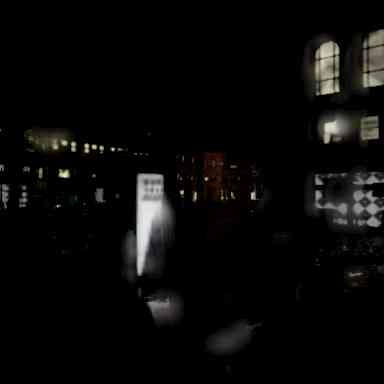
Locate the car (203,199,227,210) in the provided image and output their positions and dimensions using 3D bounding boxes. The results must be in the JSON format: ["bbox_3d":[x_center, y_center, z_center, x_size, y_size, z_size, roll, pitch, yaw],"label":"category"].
[{"bbox_3d":[2.482,1.781,48.156,2.128,1.511,4.902,0,-1,35],"label":"car"}]

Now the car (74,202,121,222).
[{"bbox_3d":[-7.249,1.652,28.851,1.882,1.535,5.008,0,0,35],"label":"car"}]

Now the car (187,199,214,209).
[{"bbox_3d":[1.305,1.857,51.046,2.008,1.369,4.403,-1,-1,35],"label":"car"}]

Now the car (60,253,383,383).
[{"bbox_3d":[1.358,1.315,1.906,5.009,1.841,2.192,0,0,35],"label":"car"}]

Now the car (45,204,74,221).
[{"bbox_3d":[-10.712,1.742,29.430,1.994,1.385,4.181,0,0,35],"label":"car"}]

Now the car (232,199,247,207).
[{"bbox_3d":[7.658,1.916,60.090,2.008,1.369,4.403,-1,-1,35],"label":"car"}]

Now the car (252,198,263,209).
[{"bbox_3d":[11.338,1.747,50.752,1.967,1.590,4.097,-1,-1,35],"label":"car"}]

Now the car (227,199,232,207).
[{"bbox_3d":[4.384,1.860,55.429,1.752,1.417,4.829,-1,-1,35],"label":"car"}]

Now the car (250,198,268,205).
[{"bbox_3d":[14.012,1.977,69.133,2.008,1.369,4.403,-1,-1,35],"label":"car"}]

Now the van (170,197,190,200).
[{"bbox_3d":[-1.873,1.619,46.527,1.690,1.788,3.998,-1,-1,35],"label":"van"}]

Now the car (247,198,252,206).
[{"bbox_3d":[10.835,1.947,64.611,2.008,1.369,4.403,-1,-1,35],"label":"car"}]

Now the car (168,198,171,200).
[{"bbox_3d":[-5.147,1.774,41.864,1.752,1.417,4.829,-1,-1,35],"label":"car"}]

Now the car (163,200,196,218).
[{"bbox_3d":[-1.325,1.740,32.636,1.887,1.381,4.507,-1,-1,35],"label":"car"}]
